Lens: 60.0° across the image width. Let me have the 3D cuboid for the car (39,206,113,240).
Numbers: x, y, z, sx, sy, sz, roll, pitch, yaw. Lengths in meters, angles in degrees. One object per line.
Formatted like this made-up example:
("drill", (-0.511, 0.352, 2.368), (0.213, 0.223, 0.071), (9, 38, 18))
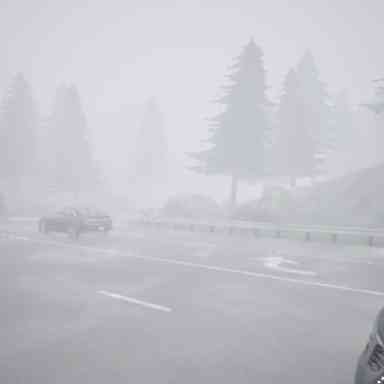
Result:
("car", (-6.056, 1.491, 17.068), (4.902, 1.511, 2.128), (0, 0, 40))

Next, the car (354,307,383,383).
("car", (3.731, 1.223, 1.332), (5.566, 2.045, 2.150), (0, 0, 36))
